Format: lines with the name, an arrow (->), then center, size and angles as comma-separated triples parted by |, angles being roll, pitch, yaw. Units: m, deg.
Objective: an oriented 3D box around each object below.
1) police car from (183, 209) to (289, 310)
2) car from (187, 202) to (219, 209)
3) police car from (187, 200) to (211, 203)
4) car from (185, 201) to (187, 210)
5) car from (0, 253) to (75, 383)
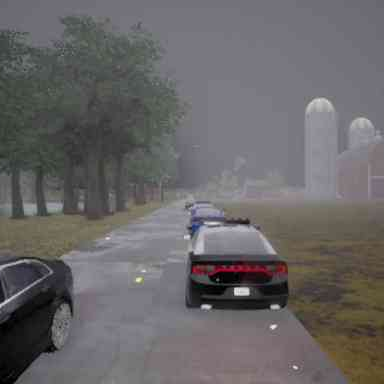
police car -> 0.820, 1.443, 8.071 | 1.930, 1.638, 5.238 | 0, 0, 0
car -> 0.813, 1.521, 17.961 | 1.882, 1.535, 5.008 | 0, 0, 0
police car -> 0.809, 1.488, 24.071 | 1.930, 1.638, 5.238 | 0, 0, 0
car -> -0.004, 1.789, 47.028 | 1.895, 1.301, 4.718 | 0, 0, 1
car -> -2.754, 1.498, 3.361 | 2.128, 1.511, 4.902 | 0, 0, 0
